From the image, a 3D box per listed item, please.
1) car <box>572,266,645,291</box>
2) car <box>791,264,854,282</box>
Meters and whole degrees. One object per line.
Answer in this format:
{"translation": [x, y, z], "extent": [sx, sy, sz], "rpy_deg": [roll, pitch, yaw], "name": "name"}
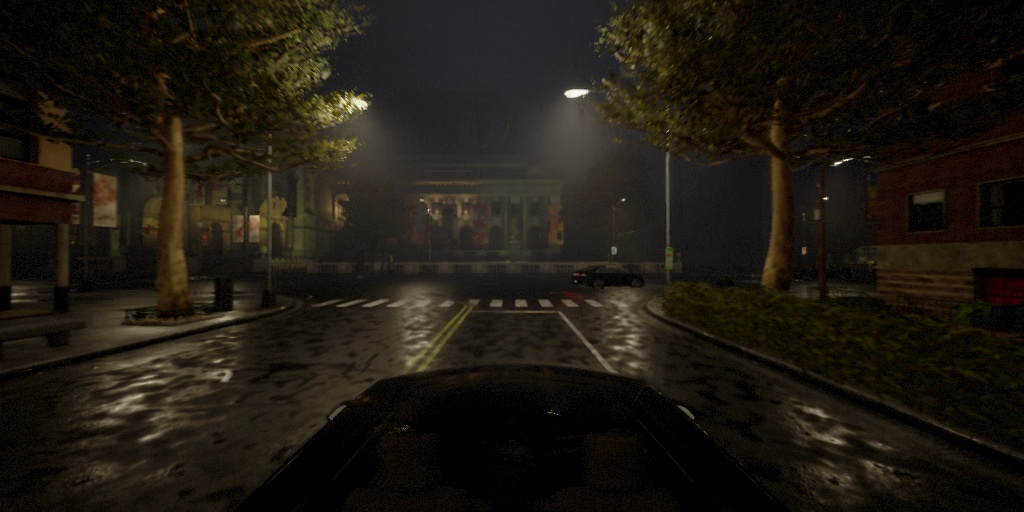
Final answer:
{"translation": [6.179, 1.361, 22.900], "extent": [4.902, 1.511, 2.128], "rpy_deg": [0, -1, -22], "name": "car"}
{"translation": [25.713, 1.401, 30.184], "extent": [4.902, 1.511, 2.128], "rpy_deg": [0, 0, 5], "name": "car"}
